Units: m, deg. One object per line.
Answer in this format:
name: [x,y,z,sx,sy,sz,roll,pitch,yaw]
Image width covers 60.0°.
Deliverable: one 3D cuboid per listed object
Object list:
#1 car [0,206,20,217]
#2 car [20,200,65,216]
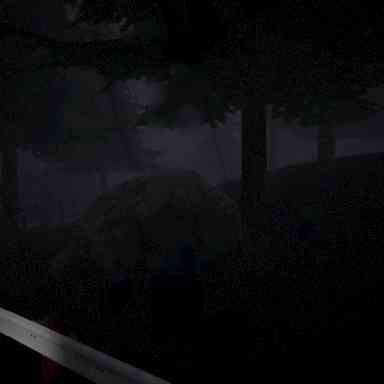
car: [-13.722,1.510,20.819,1.812,1.442,4.674,0,0,36]
car: [-13.130,1.489,27.927,1.837,1.490,4.892,0,0,36]
